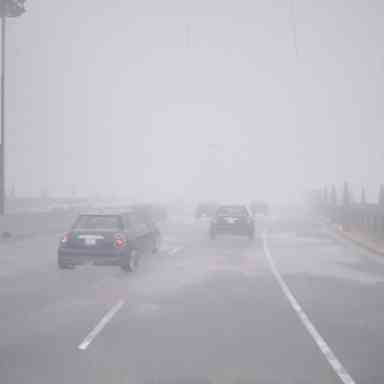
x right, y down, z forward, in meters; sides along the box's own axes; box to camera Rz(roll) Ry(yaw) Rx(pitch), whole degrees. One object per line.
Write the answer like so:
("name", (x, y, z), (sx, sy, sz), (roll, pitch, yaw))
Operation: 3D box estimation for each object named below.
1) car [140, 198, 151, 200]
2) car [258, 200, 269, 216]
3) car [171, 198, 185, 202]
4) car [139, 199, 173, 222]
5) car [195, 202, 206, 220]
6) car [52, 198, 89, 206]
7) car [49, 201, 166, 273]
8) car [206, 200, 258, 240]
("car", (-8.147, 1.717, 58.062), (1.812, 1.442, 4.674), (0, -1, 17))
("car", (7.078, 1.604, 35.080), (1.882, 1.535, 5.008), (0, 0, 16))
("car", (-2.407, 1.674, 52.787), (2.128, 1.511, 4.902), (0, 0, 17))
("car", (-3.239, 1.545, 24.391), (1.837, 1.490, 4.892), (0, 0, 15))
("car", (1.608, 1.582, 28.739), (1.837, 1.490, 4.892), (0, 0, 16))
("car", (-11.976, 1.395, 32.938), (2.097, 1.767, 4.553), (0, 0, 17))
("car", (-2.456, 1.357, 11.005), (2.097, 1.767, 4.553), (0, 0, 7))
("car", (2.242, 1.391, 17.403), (2.097, 1.767, 4.553), (0, 0, 12))
